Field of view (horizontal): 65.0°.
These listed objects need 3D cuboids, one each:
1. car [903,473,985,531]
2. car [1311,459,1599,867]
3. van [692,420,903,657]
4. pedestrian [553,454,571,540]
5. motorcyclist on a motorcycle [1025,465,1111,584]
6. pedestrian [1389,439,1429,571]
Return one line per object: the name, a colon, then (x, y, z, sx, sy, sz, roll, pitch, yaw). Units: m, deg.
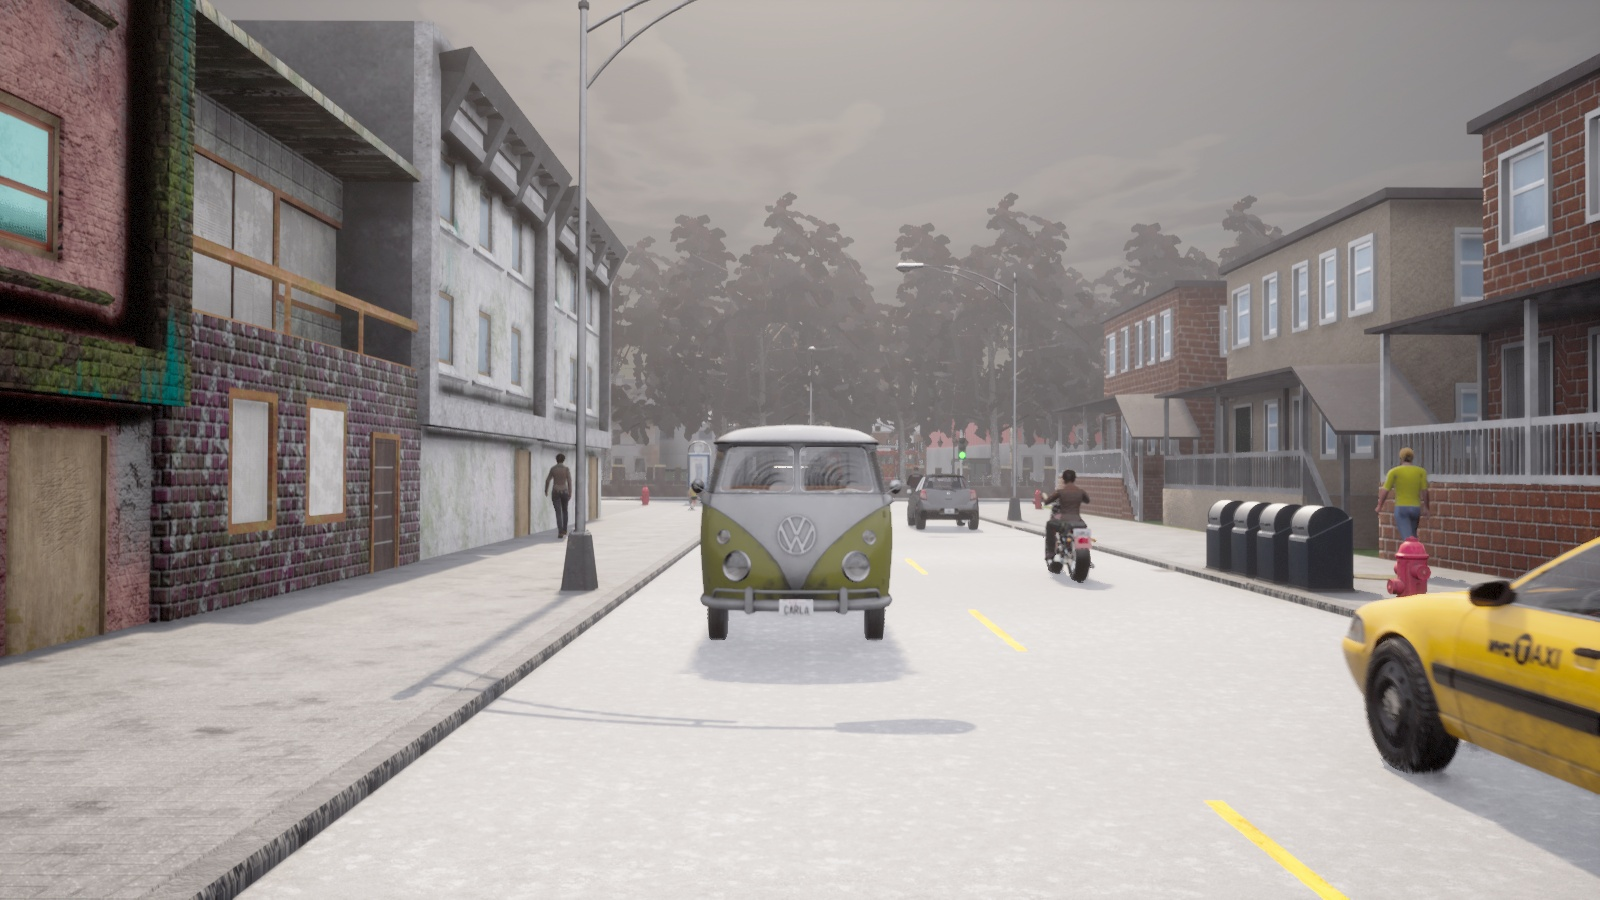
car: (3.924, 1.401, 34.797, 1.845, 1.501, 3.633, 0, -1, 0)
car: (3.991, 0.820, 4.881, 1.801, 1.575, 5.366, 0, -1, 0)
van: (-0.028, 0.784, 12.829, 1.775, 1.987, 4.442, 0, -1, 0)
pedestrian: (-5.114, 1.000, 26.959, 0.328, 1.805, 0.869, 0, -1, -8)
motorcyclist on a motorcycle: (3.960, 1.066, 18.730, 0.766, 1.649, 2.350, 0, -1, 0)
pedestrian: (8.642, 0.767, 17.833, 0.354, 1.836, 0.706, 0, -1, 14)
